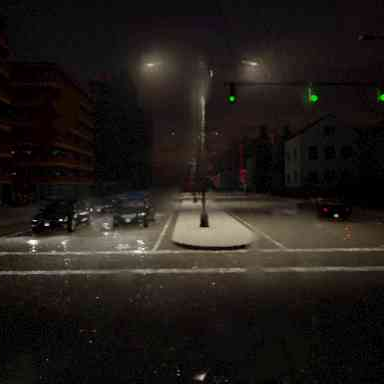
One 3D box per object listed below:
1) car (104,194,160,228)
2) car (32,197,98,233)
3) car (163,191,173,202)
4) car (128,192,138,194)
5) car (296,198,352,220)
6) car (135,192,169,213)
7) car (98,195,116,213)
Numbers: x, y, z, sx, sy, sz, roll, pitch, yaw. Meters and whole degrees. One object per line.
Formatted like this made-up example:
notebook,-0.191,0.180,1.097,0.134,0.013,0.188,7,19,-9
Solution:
car,-3.291,1.123,19.365,2.128,1.511,4.902,-1,1,-1
car,-6.767,1.215,17.826,1.837,1.490,4.892,-1,1,-1
car,-3.690,0.618,46.571,2.033,1.411,5.357,-1,1,0
car,-7.129,0.707,41.163,1.882,1.535,5.008,-1,2,-1
car,8.369,1.030,21.607,1.895,1.301,4.718,-1,1,-1
car,-3.445,0.980,29.040,2.033,1.411,5.357,-1,1,-1
car,-6.913,1.012,26.942,2.128,1.511,4.902,-1,1,-1
